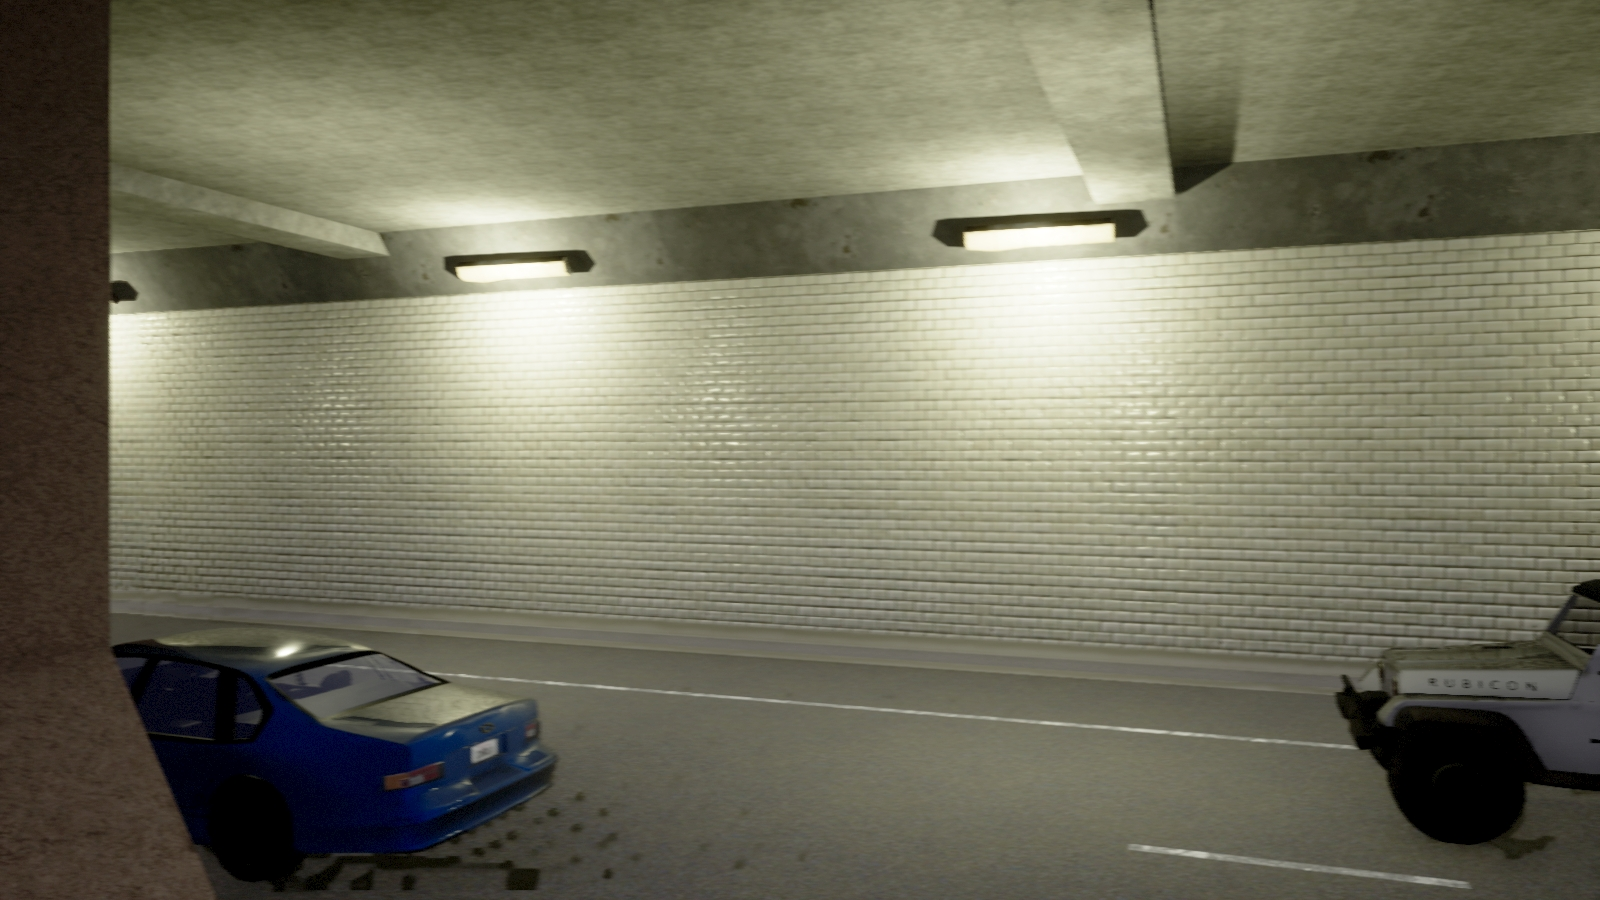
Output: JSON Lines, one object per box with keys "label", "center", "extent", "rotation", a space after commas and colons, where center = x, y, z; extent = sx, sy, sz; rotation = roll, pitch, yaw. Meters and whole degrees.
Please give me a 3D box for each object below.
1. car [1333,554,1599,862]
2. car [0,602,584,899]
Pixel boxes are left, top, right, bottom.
{"label": "car", "center": [6.179, 1.857, 8.499], "extent": [3.866, 1.878, 1.905], "rotation": [0, 0, 20]}
{"label": "car", "center": [-4.513, 2.106, 8.665], "extent": [5.357, 1.411, 2.033], "rotation": [0, 0, 20]}
